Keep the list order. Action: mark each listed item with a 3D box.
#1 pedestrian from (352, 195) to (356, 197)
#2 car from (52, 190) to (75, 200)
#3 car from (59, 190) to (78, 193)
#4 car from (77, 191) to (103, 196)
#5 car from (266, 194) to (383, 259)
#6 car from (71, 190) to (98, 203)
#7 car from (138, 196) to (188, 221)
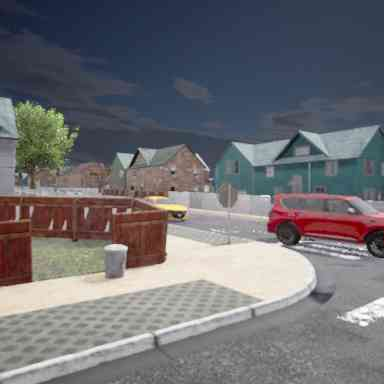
[{"bbox_3d":[8.482,1.075,17.482,0.375,1.860,0.375,3,-2,-36],"label":"pedestrian"},{"bbox_3d":[-20.455,0.424,52.748,2.033,1.411,5.357,1,0,-36],"label":"car"},{"bbox_3d":[-15.677,0.592,41.250,1.837,1.490,4.892,1,1,-35],"label":"car"},{"bbox_3d":[-9.266,0.855,32.209,1.812,1.442,4.674,1,0,-35],"label":"car"},{"bbox_3d":[5.552,1.112,12.651,5.566,2.045,2.150,1,0,44],"label":"car"},{"bbox_3d":[-14.387,0.580,44.353,1.882,1.535,5.008,1,0,-35],"label":"car"},{"bbox_3d":[-2.185,1.076,22.309,1.882,1.535,5.008,1,1,-36],"label":"car"}]
